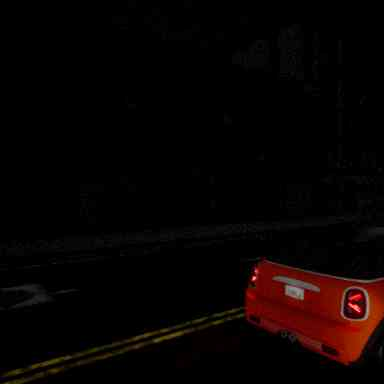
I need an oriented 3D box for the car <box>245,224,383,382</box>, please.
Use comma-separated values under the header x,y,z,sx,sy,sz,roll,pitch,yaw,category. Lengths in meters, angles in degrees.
x,y,z,sx,sy,sz,roll,pitch,yaw,category
3.090,1.343,5.643,4.553,1.767,2.097,0,0,-35,car
